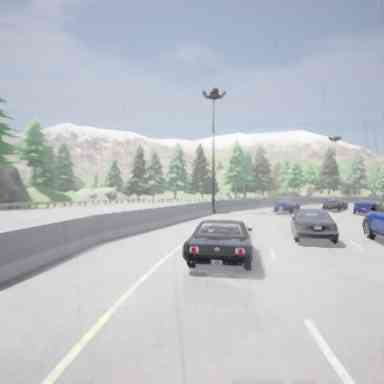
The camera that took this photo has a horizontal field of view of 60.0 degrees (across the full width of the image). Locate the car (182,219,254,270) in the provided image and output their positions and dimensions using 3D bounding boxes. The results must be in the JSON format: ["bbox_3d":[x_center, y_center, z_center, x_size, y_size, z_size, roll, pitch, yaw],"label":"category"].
[{"bbox_3d":[1.032,1.544,10.869,1.895,1.301,4.718,1,0,10],"label":"car"}]

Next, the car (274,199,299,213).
[{"bbox_3d":[9.763,1.409,33.944,1.812,1.442,4.674,0,0,32],"label":"car"}]

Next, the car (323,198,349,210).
[{"bbox_3d":[16.603,1.410,38.285,2.128,1.511,4.902,0,0,38],"label":"car"}]

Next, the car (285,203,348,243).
[{"bbox_3d":[5.748,1.502,15.963,2.033,1.411,5.357,1,0,14],"label":"car"}]

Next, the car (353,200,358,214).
[{"bbox_3d":[17.709,1.431,33.864,1.882,1.535,5.008,0,0,33],"label":"car"}]

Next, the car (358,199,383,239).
[{"bbox_3d":[8.942,1.219,13.788,2.150,2.045,5.566,1,1,12],"label":"car"}]
